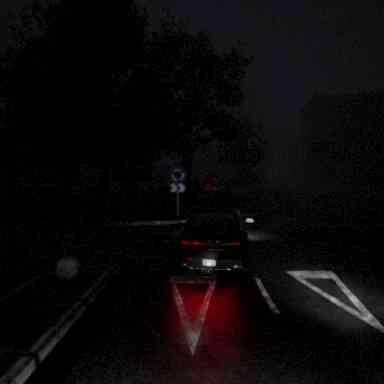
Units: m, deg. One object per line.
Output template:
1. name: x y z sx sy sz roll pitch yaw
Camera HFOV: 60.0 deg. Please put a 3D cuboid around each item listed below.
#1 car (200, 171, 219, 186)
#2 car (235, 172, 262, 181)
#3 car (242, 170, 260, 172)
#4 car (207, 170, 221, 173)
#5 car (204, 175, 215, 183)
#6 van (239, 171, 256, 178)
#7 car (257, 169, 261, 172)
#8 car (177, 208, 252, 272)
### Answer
1. car: 3.004 -2.141 57.587 2.150 2.045 5.566 0 5 0
2. car: 11.993 -3.084 72.137 4.892 1.521 2.231 1 5 9
3. car: 12.455 -3.435 74.833 4.553 1.767 2.185 1 5 9
4. car: 4.932 -3.630 77.410 2.097 1.767 4.553 1 5 9
5. car: 3.568 -2.695 67.936 1.837 1.490 4.892 1 5 8
6. van: 14.744 -4.671 88.136 4.442 1.987 1.878 1 5 11
7. car: 13.295 -4.015 80.241 5.566 2.045 2.435 1 5 9
8. car: 0.783 1.244 10.088 1.837 1.490 4.892 0 4 9
